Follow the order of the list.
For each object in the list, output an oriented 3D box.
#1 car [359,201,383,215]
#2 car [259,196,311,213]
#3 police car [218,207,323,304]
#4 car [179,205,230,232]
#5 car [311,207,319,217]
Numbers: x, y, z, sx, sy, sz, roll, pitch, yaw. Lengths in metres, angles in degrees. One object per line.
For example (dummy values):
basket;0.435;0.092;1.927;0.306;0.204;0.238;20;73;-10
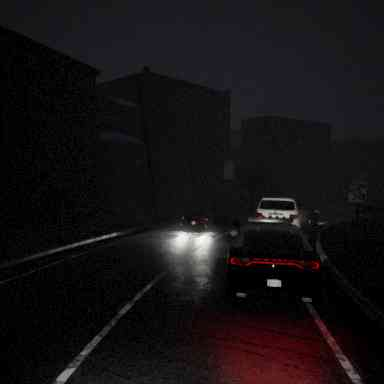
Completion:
car;21.297;1.839;39.016;5.008;1.535;1.882;2;3;-33
car;4.778;1.253;17.416;2.150;2.045;5.566;2;0;23
police car;1.983;1.425;8.466;1.930;1.638;5.238;1;0;11
car;0.872;1.457;19.516;1.994;1.385;4.181;2;1;24
car;7.275;1.575;22.495;1.837;1.490;4.892;3;1;30
